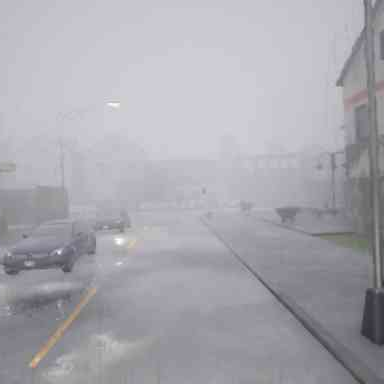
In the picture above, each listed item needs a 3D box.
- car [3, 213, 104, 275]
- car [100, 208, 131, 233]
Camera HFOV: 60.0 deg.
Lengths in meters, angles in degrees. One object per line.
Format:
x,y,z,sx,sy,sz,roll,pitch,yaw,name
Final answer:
-4.594,1.723,11.492,1.812,1.442,4.674,-2,0,-3,car
-5.091,1.760,21.441,1.812,1.442,4.674,-2,0,-3,car
